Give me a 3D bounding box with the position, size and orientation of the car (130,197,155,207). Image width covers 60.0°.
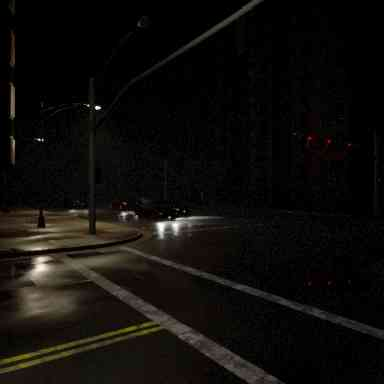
[{"bbox_3d":[-7.852,1.526,52.055,1.812,1.442,4.674,0,0,-37],"label":"car"}]

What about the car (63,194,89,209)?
[{"bbox_3d":[-15.639,1.223,44.714,2.150,2.045,5.566,0,0,-36],"label":"car"}]

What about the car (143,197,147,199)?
[{"bbox_3d":[-8.551,1.526,47.062,1.812,1.442,4.674,0,0,-36],"label":"car"}]

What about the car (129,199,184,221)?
[{"bbox_3d":[-3.060,1.546,27.453,2.033,1.411,5.357,0,0,-31],"label":"car"}]

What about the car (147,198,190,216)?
[{"bbox_3d":[-2.126,1.505,32.024,1.837,1.490,4.892,0,0,-36],"label":"car"}]

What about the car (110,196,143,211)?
[{"bbox_3d":[-8.241,1.354,40.430,2.097,1.767,4.553,0,0,-36],"label":"car"}]
